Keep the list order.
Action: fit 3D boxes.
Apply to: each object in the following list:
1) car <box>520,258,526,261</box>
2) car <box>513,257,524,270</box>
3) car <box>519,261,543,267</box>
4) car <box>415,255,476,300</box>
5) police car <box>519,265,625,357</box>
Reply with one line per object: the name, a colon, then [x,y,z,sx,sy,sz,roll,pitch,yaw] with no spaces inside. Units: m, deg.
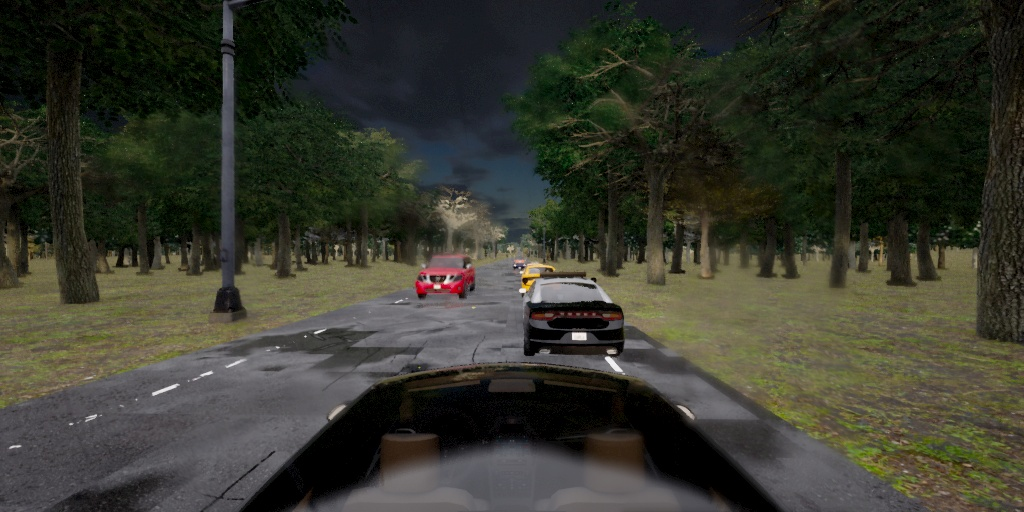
car: [1.572,1.172,24.797,1.801,1.575,5.366,0,0,1]
car: [1.092,1.228,48.582,1.895,1.301,4.718,0,0,2]
car: [1.432,1.208,18.609,1.882,1.535,5.008,0,0,1]
car: [-3.131,0.953,18.071,2.150,2.045,5.566,0,0,1]
police car: [1.209,1.170,8.719,1.930,1.638,5.238,0,0,1]
